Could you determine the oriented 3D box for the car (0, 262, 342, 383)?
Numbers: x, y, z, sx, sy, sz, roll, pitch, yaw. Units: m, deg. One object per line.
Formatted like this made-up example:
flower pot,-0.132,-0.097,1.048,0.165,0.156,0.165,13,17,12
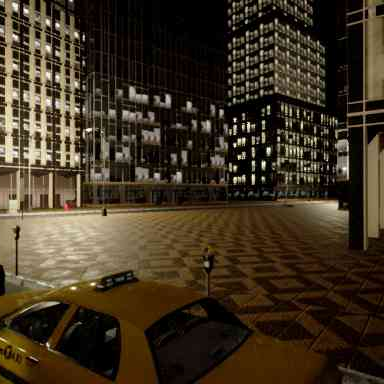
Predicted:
car,-0.982,1.525,3.575,4.829,1.417,1.752,0,0,35
